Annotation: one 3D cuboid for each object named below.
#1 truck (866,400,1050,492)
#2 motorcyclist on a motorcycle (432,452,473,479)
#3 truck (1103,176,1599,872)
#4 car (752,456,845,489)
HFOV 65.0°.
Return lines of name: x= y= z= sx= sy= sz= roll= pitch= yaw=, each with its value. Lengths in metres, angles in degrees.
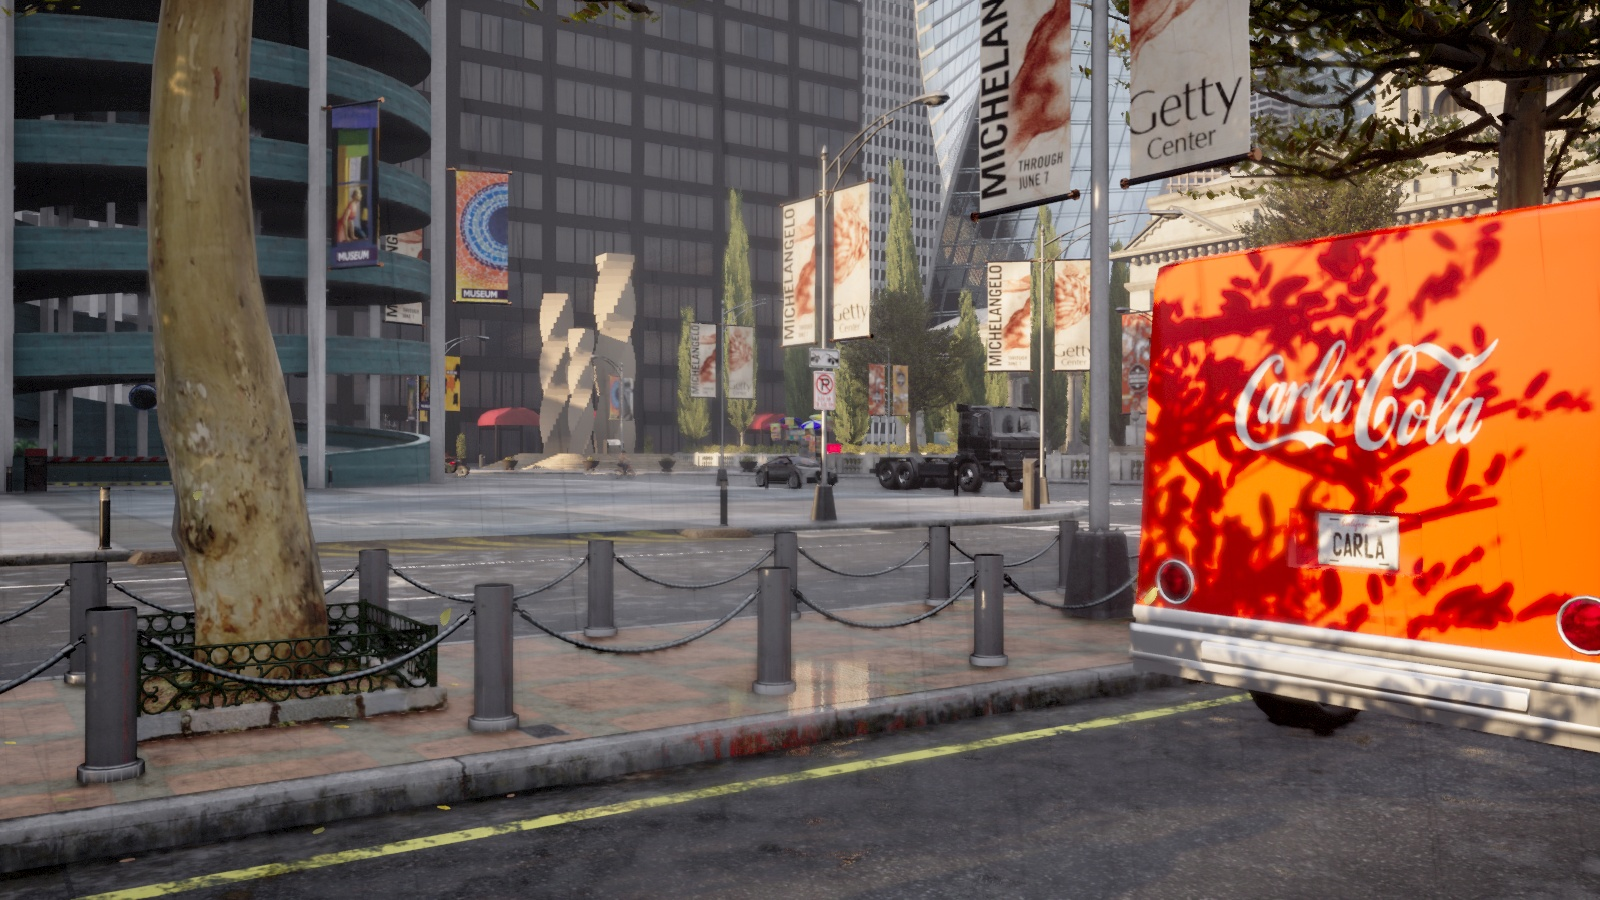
truck: x=6.281 y=-0.125 z=51.367 sx=2.891 sy=3.462 sz=7.936 roll=0 pitch=0 yaw=-35
motorcyclist on a motorcycle: x=-21.100 y=0.926 z=76.220 sx=2.350 sy=1.649 sz=0.766 roll=0 pitch=0 yaw=16
truck: x=4.416 y=0.265 z=6.736 sx=5.204 sy=2.467 sz=2.627 roll=0 pitch=0 yaw=-35
car: x=-0.114 y=0.942 z=54.428 sx=1.994 sy=1.385 sz=4.181 roll=0 pitch=0 yaw=-35
